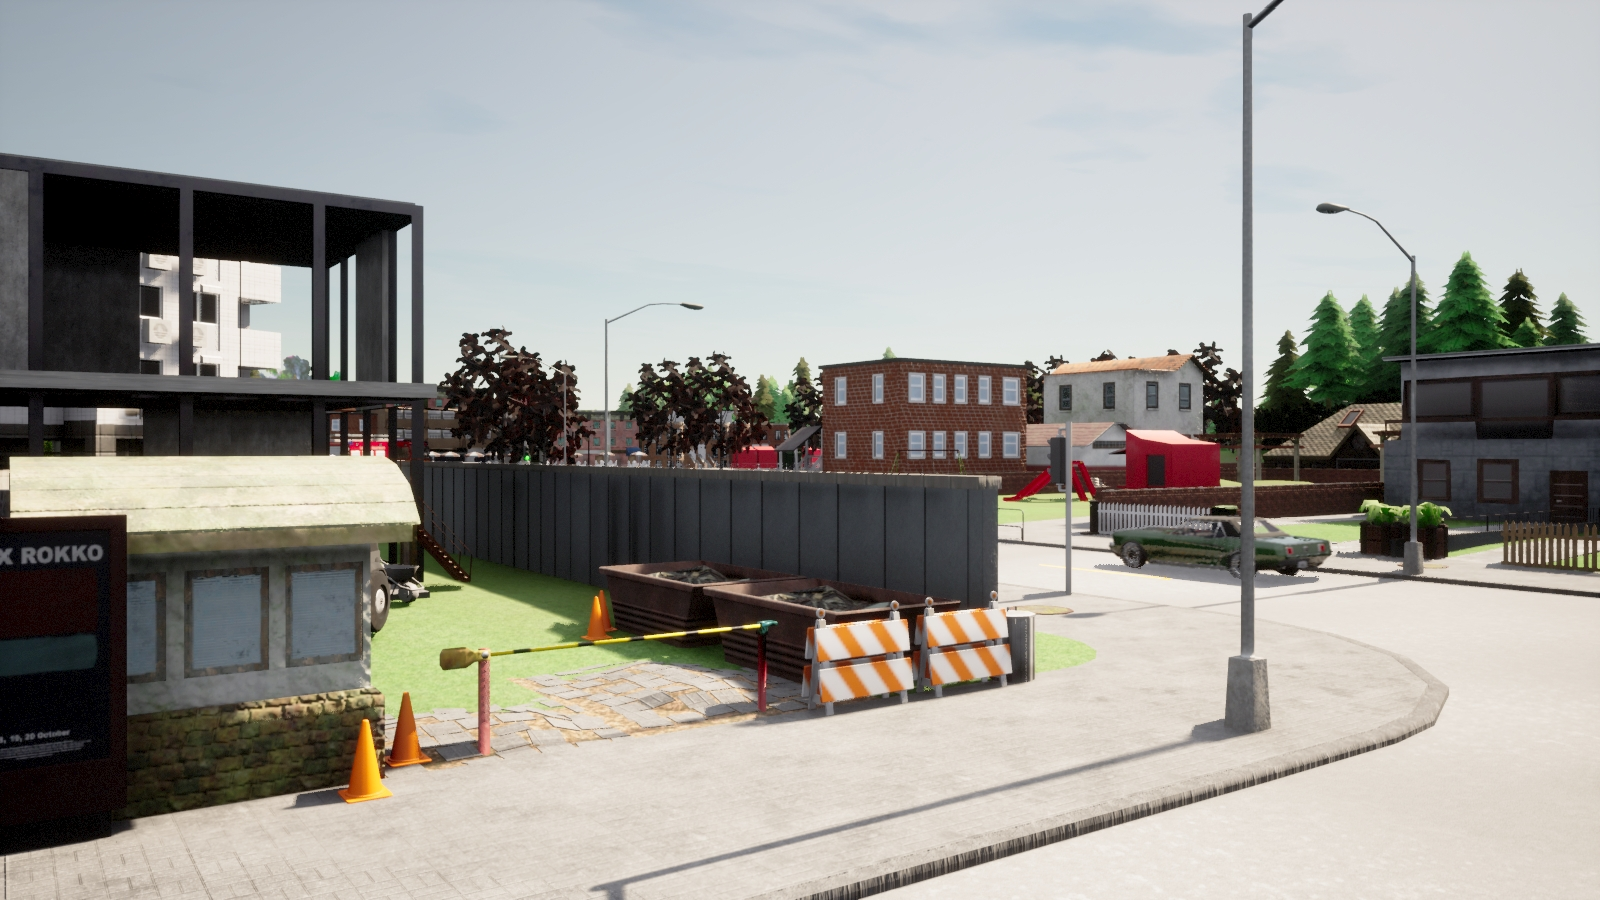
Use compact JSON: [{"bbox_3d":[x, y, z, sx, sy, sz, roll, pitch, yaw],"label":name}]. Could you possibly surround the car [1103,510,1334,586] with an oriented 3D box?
[{"bbox_3d":[9.402,2.146,26.047,1.895,1.301,4.718,0,0,-35],"label":"car"}]
